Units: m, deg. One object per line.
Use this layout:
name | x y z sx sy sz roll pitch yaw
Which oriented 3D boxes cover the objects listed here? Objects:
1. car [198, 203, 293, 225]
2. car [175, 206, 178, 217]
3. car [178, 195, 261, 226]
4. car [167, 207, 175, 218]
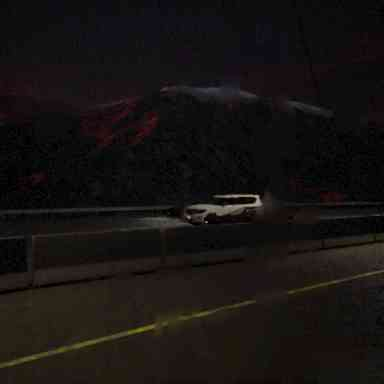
car | 3.295 1.520 18.394 5.357 1.411 2.033 0 0 -31
car | 1.399 1.312 25.330 4.553 1.767 2.097 0 0 -29
car | 2.196 1.188 21.795 5.566 2.045 2.150 0 0 -30
car | 0.117 1.479 28.642 4.674 1.442 1.812 0 0 -29
